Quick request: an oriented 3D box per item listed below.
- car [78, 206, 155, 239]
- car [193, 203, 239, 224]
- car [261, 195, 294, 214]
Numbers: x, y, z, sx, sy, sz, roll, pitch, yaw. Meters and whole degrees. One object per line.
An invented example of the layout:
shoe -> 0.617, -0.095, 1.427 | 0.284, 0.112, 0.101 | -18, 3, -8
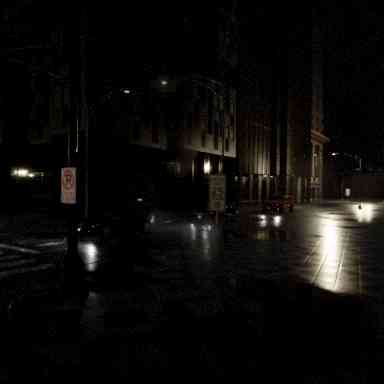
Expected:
car -> -4.036, 1.556, 17.848 | 1.837, 1.490, 4.892 | 1, 0, 34
car -> 1.962, 1.578, 26.317 | 2.128, 1.511, 4.902 | 1, 0, 35
car -> 9.661, 1.351, 37.183 | 2.150, 2.045, 5.566 | 1, 0, 35
